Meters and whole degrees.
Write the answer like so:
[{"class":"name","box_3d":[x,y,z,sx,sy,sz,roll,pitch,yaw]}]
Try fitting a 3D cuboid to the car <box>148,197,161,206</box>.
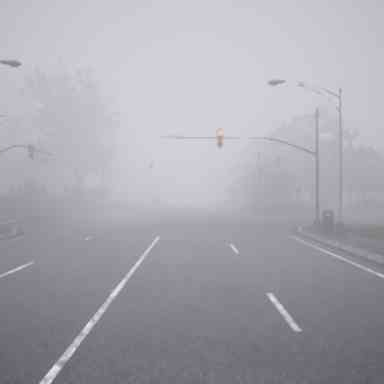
[{"class":"car","box_3d":[-7.063,1.693,63.598,2.097,1.767,4.553,0,0,-1]}]
